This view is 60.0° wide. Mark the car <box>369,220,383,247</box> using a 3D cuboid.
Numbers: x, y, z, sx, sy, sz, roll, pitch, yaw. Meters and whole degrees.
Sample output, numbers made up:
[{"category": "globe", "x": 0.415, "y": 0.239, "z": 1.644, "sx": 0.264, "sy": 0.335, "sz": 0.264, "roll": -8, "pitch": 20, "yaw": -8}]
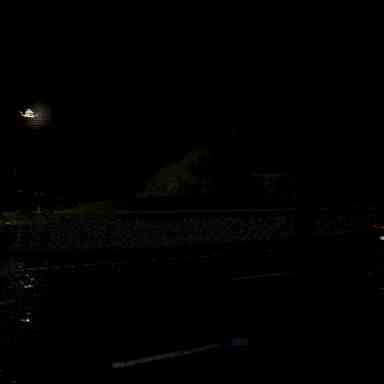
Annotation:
[{"category": "car", "x": 10.116, "y": 1.695, "z": 14.630, "sx": 4.902, "sy": 1.511, "sz": 2.128, "roll": 0, "pitch": -1, "yaw": -22}]
